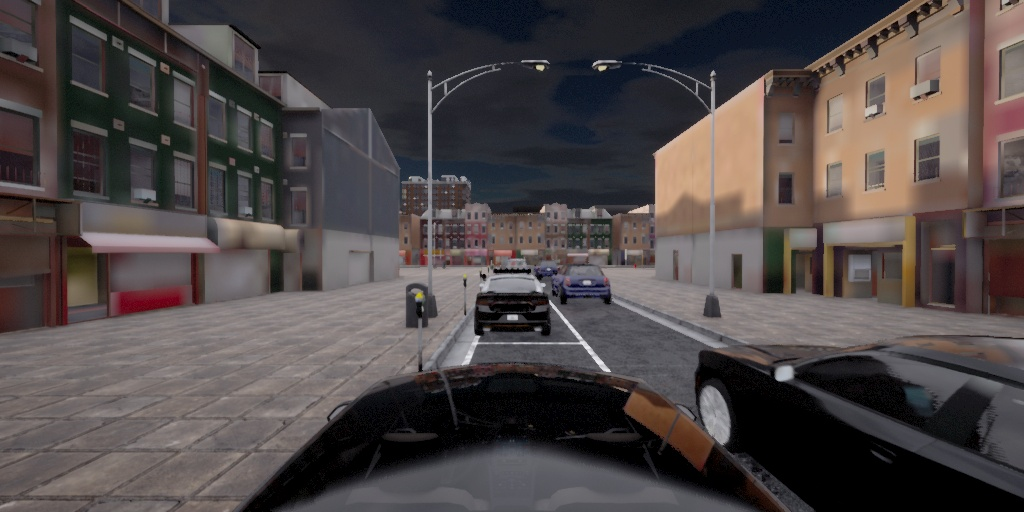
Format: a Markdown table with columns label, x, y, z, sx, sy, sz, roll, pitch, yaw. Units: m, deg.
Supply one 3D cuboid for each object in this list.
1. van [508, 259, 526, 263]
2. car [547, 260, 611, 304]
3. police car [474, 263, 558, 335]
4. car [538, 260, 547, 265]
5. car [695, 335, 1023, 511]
| label | x | y | z | sx | sy | sz | roll | pitch | yaw |
| --- | --- | --- | --- | --- | --- | --- | --- | --- | --- |
| van | 0.382 | 1.095 | 27.349 | 1.690 | 1.789 | 3.998 | 0 | 0 | 0 |
| car | 3.023 | 1.100 | 16.546 | 2.097 | 1.767 | 4.553 | 0 | 0 | 0 |
| police car | 0.012 | 1.174 | 10.611 | 1.930 | 1.638 | 5.238 | 0 | 0 | 0 |
| car | 3.024 | 1.107 | 31.542 | 2.097 | 1.767 | 4.553 | 0 | 0 | 0 |
| car | 3.020 | 1.228 | 2.103 | 1.882 | 1.535 | 5.008 | 0 | 0 | 0 |
